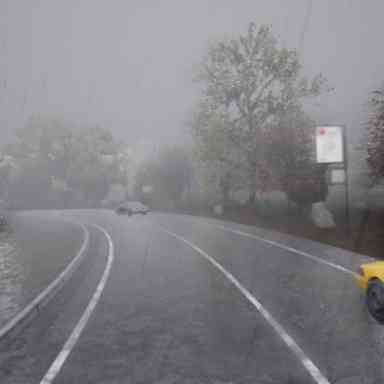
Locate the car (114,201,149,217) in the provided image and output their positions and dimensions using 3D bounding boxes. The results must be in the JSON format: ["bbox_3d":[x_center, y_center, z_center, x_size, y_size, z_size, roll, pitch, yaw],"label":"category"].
[{"bbox_3d":[-5.914,1.589,32.234,2.033,1.411,5.357,-4,1,-30],"label":"car"}]

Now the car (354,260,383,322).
[{"bbox_3d":[4.108,1.388,4.120,1.801,1.575,5.366,-1,0,-4],"label":"car"}]
